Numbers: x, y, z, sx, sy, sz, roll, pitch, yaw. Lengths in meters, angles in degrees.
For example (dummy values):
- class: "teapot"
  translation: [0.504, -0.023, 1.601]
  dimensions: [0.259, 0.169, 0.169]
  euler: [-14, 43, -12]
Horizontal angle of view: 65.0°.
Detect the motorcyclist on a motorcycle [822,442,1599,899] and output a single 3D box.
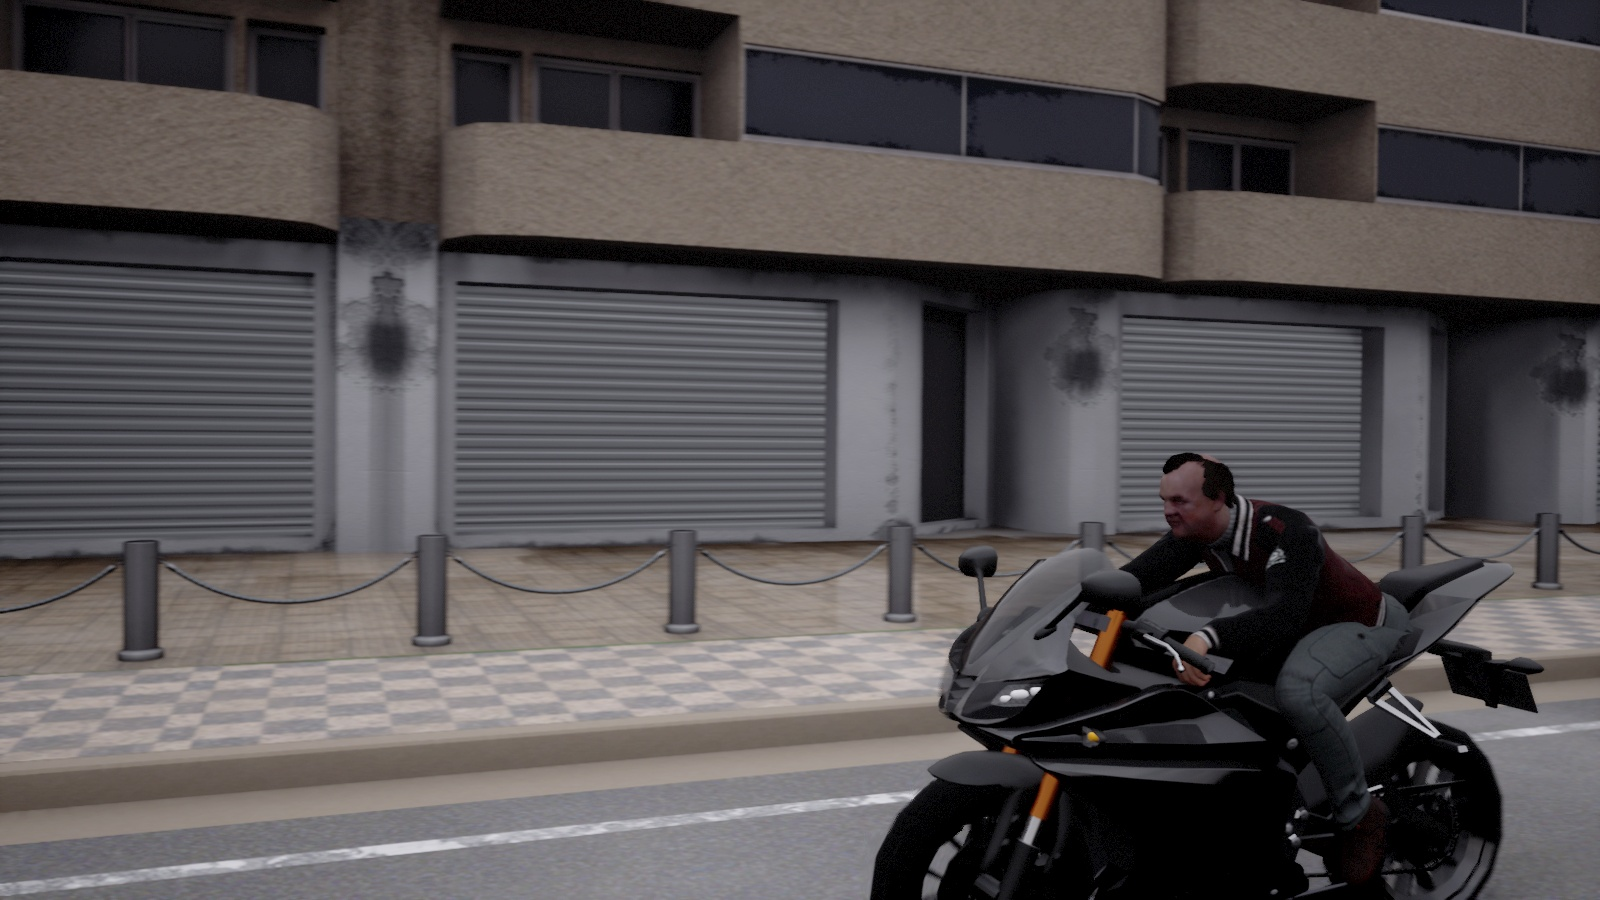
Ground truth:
- class: "motorcyclist on a motorcycle"
  translation: [1.252, 0.759, 3.715]
  dimensions: [2.191, 1.530, 0.866]
  euler: [-1, 1, -21]
